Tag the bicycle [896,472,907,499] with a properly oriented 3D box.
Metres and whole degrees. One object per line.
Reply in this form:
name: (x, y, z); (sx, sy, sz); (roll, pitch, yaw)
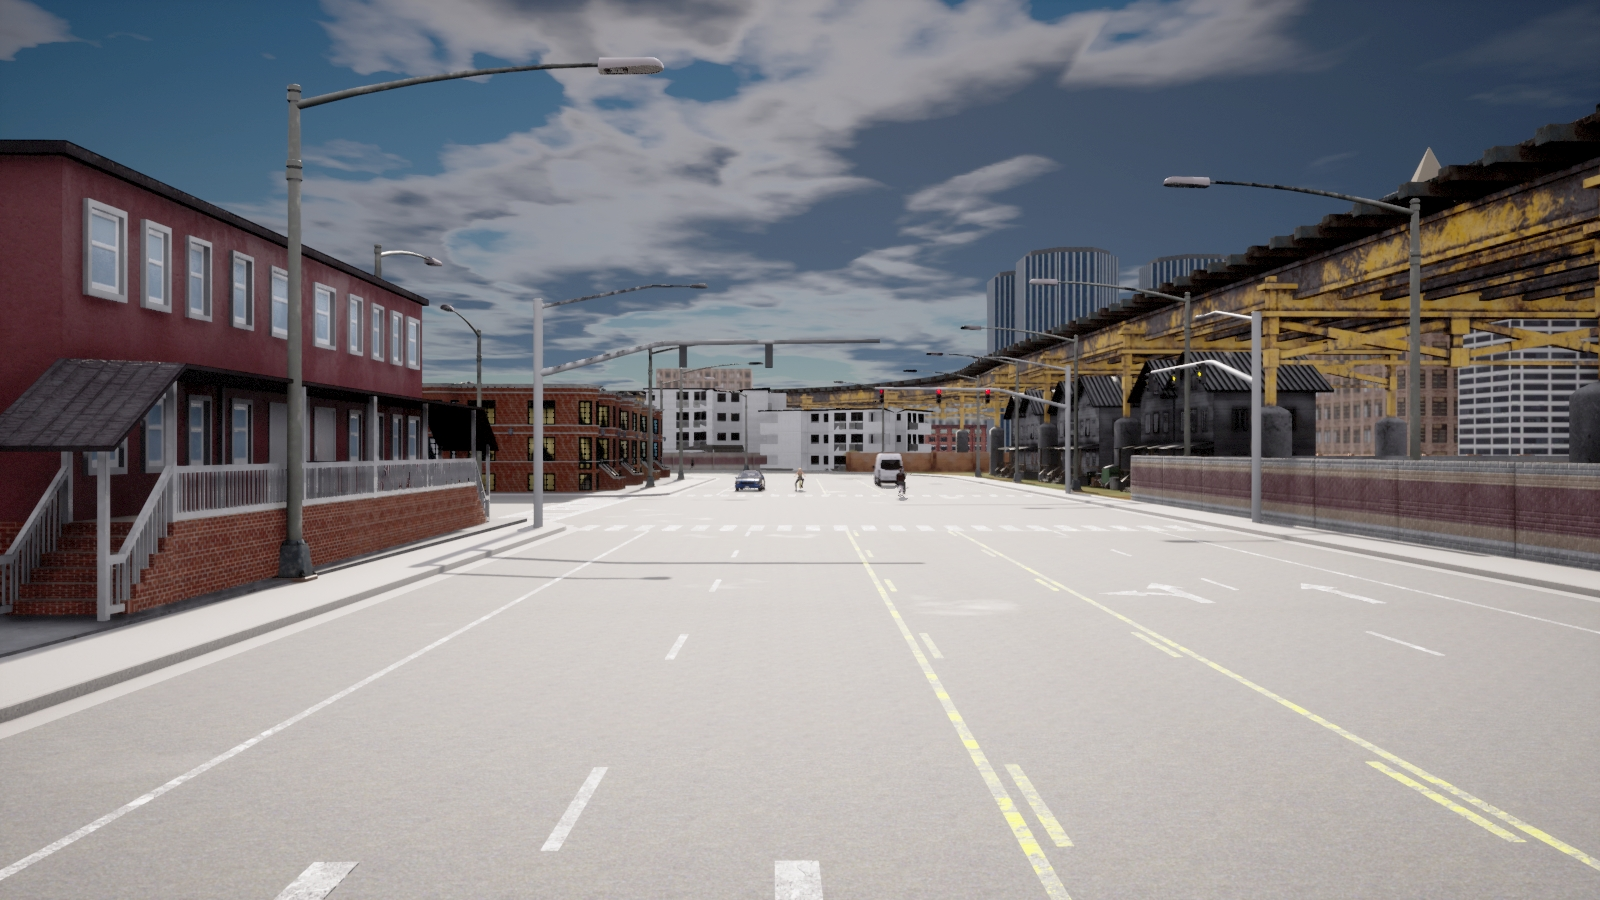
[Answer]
bicycle: (5.964, 2.072, 67.089); (0.329, 1.496, 1.835); (-1, 0, 13)
